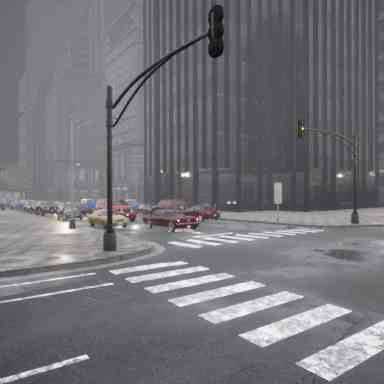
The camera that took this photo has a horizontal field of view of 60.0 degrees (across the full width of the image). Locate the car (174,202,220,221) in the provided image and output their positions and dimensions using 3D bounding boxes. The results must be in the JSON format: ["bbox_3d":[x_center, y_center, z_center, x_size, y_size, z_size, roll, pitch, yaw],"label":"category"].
[{"bbox_3d":[0.633,1.828,29.475,1.887,1.381,4.507,-1,0,-35],"label":"car"}]

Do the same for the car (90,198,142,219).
[{"bbox_3d":[-7.024,1.598,30.150,2.150,2.045,5.566,0,-1,-35],"label":"car"}]

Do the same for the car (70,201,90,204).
[{"bbox_3d":[-12.947,2.063,38.503,2.033,1.411,5.357,0,-1,-35],"label":"car"}]

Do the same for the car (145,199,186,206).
[{"bbox_3d":[-2.312,1.668,33.627,2.192,1.841,5.009,-1,0,-35],"label":"car"}]

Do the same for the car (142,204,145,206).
[{"bbox_3d":[-5.246,2.004,37.779,1.802,1.307,4.206,-1,0,-35],"label":"car"}]

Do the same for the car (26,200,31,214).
[{"bbox_3d":[-20.467,2.196,44.469,1.887,1.381,4.507,-1,0,-35],"label":"car"}]

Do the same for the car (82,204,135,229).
[{"bbox_3d":[-6.229,1.843,24.410,1.752,1.417,4.829,-1,0,-35],"label":"car"}]

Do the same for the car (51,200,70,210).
[{"bbox_3d":[-22.989,2.270,57.995,1.882,1.535,5.008,0,-1,-35],"label":"car"}]

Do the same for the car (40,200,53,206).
[{"bbox_3d":[-34.672,2.660,79.213,1.947,1.339,4.313,-1,0,-35],"label":"car"}]

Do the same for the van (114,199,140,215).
[{"bbox_3d":[-8.191,1.832,41.931,1.690,1.788,3.998,-1,0,-35],"label":"van"}]

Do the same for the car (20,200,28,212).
[{"bbox_3d":[-23.297,2.156,48.453,1.967,1.590,4.097,-1,0,-35],"label":"car"}]

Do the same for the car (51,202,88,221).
[{"bbox_3d":[-11.983,2.004,32.517,2.008,1.369,4.403,-1,0,-35],"label":"car"}]

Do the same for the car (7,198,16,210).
[{"bbox_3d":[-31.884,2.353,60.552,1.967,1.590,4.097,-1,0,-35],"label":"car"}]

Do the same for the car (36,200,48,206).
[{"bbox_3d":[-37.683,2.709,83.455,2.008,1.369,4.403,-1,0,-35],"label":"car"}]

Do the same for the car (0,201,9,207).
[{"bbox_3d":[-44.331,2.770,78.093,1.802,1.307,4.206,-1,0,-35],"label":"car"}]

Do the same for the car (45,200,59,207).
[{"bbox_3d":[-31.660,2.594,74.970,1.947,1.339,4.313,-1,0,-35],"label":"car"}]

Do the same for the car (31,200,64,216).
[{"bbox_3d":[-17.644,1.900,40.485,2.192,1.841,5.009,-1,0,-35],"label":"car"}]

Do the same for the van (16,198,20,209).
[{"bbox_3d":[-26.127,2.122,52.438,1.690,1.788,3.998,-1,0,-35],"label":"van"}]

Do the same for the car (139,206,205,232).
[{"bbox_3d":[-1.472,1.846,22.326,1.895,1.301,4.718,0,-1,-35],"label":"car"}]

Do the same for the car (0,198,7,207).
[{"bbox_3d":[-41.219,2.666,73.708,1.887,1.381,4.507,-1,0,-35],"label":"car"}]

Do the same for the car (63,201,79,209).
[{"bbox_3d":[-22.627,2.406,62.244,1.802,1.307,4.206,-1,0,-35],"label":"car"}]

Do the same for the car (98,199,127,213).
[{"bbox_3d":[-11.131,1.874,46.082,2.192,1.841,5.009,-1,0,-35],"label":"car"}]
